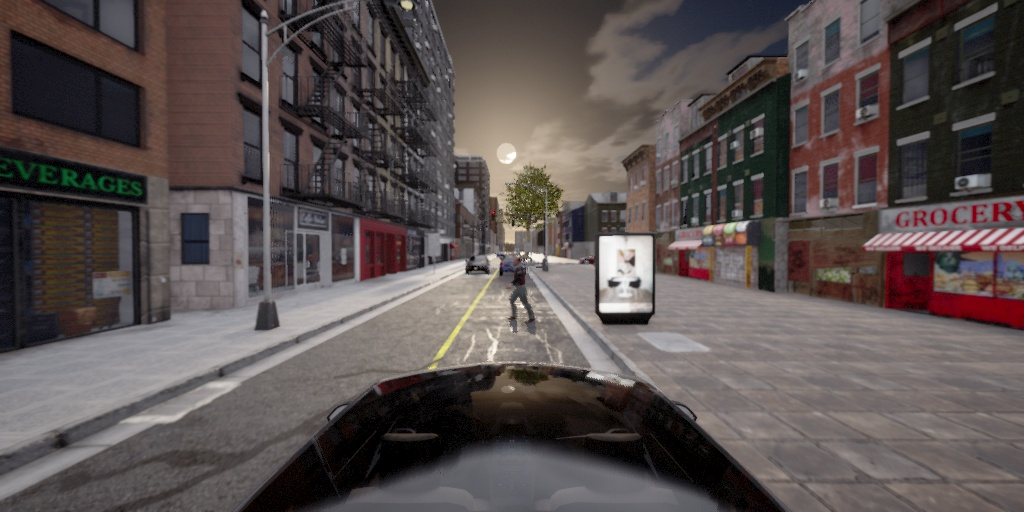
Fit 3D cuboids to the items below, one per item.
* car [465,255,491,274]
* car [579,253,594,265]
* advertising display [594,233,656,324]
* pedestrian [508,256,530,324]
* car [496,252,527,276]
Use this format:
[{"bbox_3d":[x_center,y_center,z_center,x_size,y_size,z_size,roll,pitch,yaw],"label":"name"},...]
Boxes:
[{"bbox_3d":[-2.815,0.688,30.372,1.837,1.490,4.892,0,1,0],"label":"car"},{"bbox_3d":[10.916,0.357,47.560,4.097,1.591,1.967,0,0,0],"label":"car"},{"bbox_3d":[3.009,0.618,9.595,1.540,2.440,0.280,0,0,0],"label":"advertising display"},{"bbox_3d":[0.181,0.883,9.721,0.375,1.860,0.375,0,1,-10],"label":"pedestrian"},{"bbox_3d":[0.070,0.567,28.632,2.097,1.767,4.553,0,1,0],"label":"car"}]
